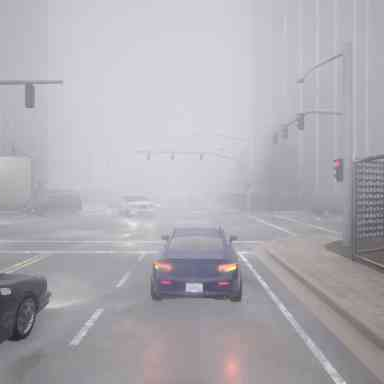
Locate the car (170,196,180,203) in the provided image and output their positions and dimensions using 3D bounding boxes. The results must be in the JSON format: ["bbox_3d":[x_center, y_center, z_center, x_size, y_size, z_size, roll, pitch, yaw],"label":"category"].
[{"bbox_3d":[-3.480,1.547,66.915,2.033,1.411,5.357,0,0,0],"label":"car"}]

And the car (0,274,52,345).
[{"bbox_3d":[-3.443,1.547,3.464,2.033,1.411,5.357,0,0,1],"label":"car"}]

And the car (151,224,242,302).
[{"bbox_3d":[0.160,1.526,8.182,1.812,1.442,4.674,0,0,3],"label":"car"}]

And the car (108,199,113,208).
[{"bbox_3d":[-10.583,1.526,47.167,1.812,1.442,4.674,0,0,0],"label":"car"}]

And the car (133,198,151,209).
[{"bbox_3d":[-7.083,1.601,47.679,1.895,1.301,4.718,0,0,0],"label":"car"}]

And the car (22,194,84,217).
[{"bbox_3d":[-13.104,1.194,31.725,2.150,2.045,5.566,2,1,39],"label":"car"}]

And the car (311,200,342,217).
[{"bbox_3d":[13.275,1.422,29.741,5.008,1.535,1.882,0,0,0],"label":"car"}]

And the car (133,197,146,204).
[{"bbox_3d":[-10.480,1.604,67.140,1.895,1.301,4.718,0,0,0],"label":"car"}]

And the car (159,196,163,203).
[{"bbox_3d":[-6.981,1.498,67.105,2.128,1.511,4.902,0,0,0],"label":"car"}]

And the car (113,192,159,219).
[{"bbox_3d":[-5.124,1.196,29.663,2.150,2.045,5.566,-1,0,-25],"label":"car"}]

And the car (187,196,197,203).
[{"bbox_3d":[0.020,1.547,66.914,2.033,1.411,5.357,0,0,0],"label":"car"}]
